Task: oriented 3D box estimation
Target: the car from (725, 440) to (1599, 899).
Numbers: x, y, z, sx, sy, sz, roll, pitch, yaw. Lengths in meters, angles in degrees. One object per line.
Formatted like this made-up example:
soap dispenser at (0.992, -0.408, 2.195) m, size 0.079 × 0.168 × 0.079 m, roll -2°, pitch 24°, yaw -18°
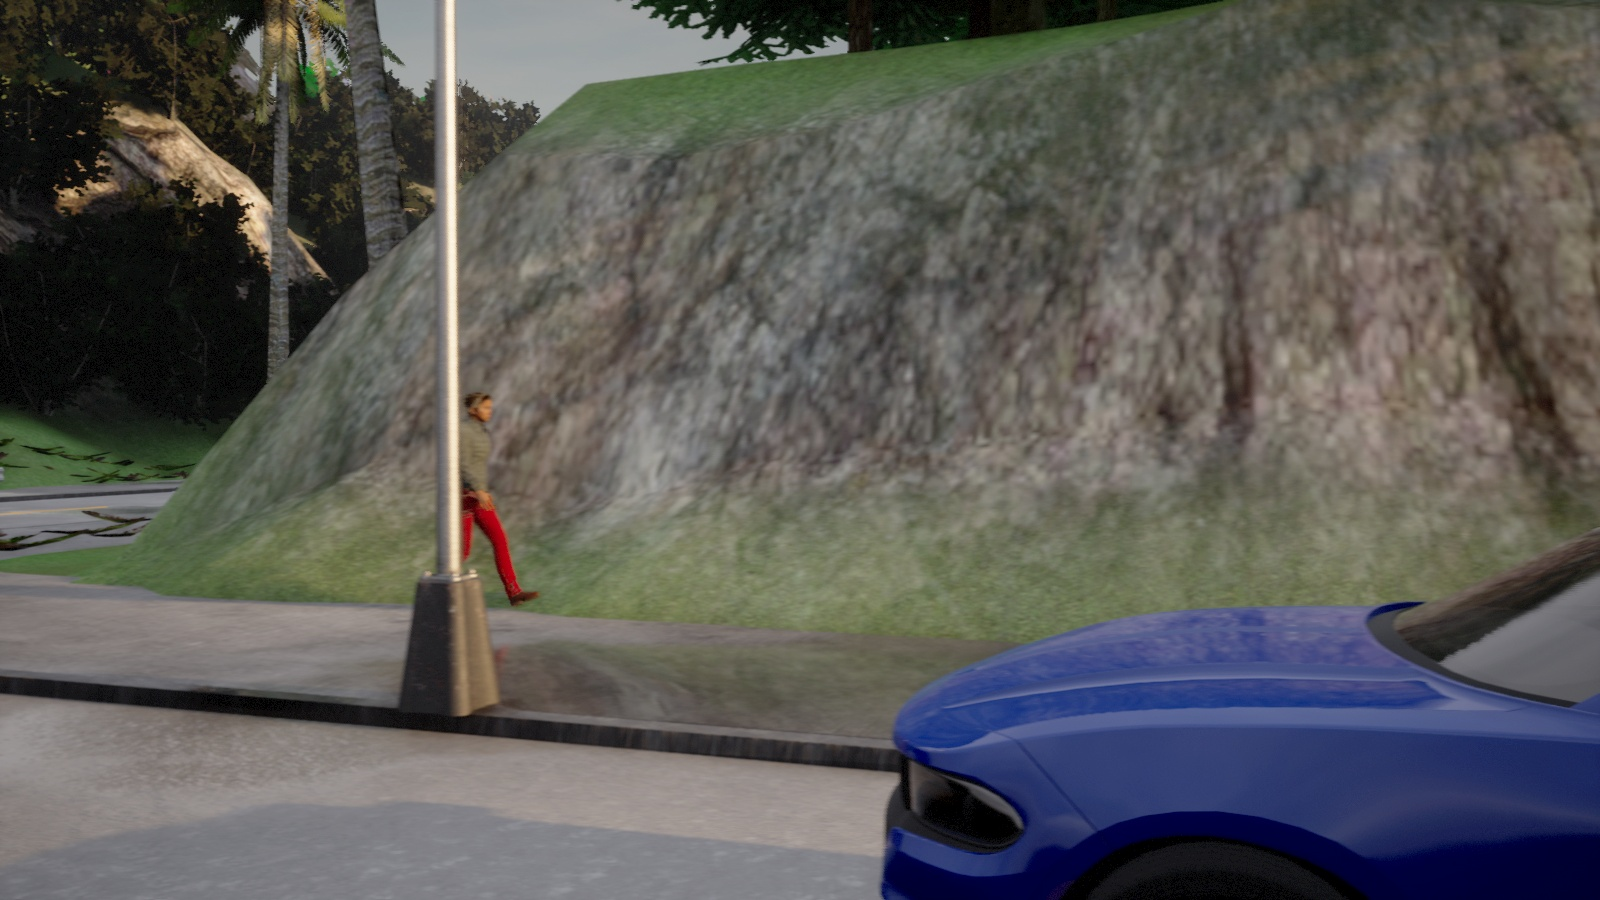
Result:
car at (2.508, 0.769, 2.877) m, size 5.008 × 1.535 × 1.882 m, roll 1°, pitch 1°, yaw 19°

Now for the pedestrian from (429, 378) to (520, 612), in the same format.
pedestrian at (-2.632, 0.352, 10.152) m, size 0.614 × 1.847 × 0.353 m, roll 1°, pitch 1°, yaw 16°
